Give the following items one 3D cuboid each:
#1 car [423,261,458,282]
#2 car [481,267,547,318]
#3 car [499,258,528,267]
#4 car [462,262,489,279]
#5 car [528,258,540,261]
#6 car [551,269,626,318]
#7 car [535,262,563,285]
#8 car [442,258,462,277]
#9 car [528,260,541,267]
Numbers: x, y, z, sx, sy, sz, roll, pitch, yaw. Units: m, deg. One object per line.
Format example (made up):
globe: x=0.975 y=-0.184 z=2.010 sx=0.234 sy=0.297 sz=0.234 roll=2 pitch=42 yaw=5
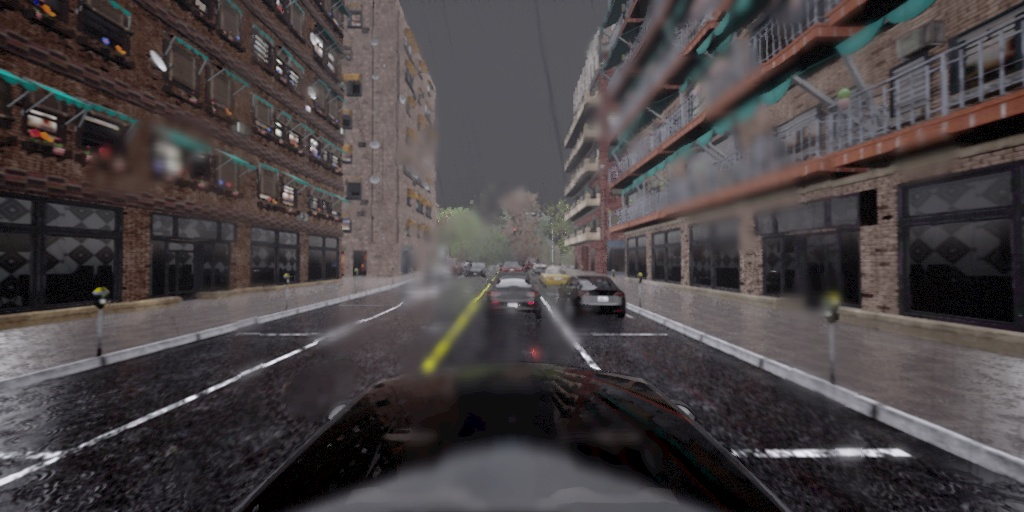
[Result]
car: x=-5.924 y=1.344 z=28.927 sx=2.007 sy=1.370 sz=4.403 roll=0 pitch=0 yaw=0
car: x=0.049 y=1.292 z=12.904 sx=1.812 sy=1.442 sz=4.674 roll=0 pitch=0 yaw=0
car: x=-0.018 y=1.146 z=30.433 sx=2.097 sy=1.767 sz=4.553 roll=0 pitch=0 yaw=0
car: x=-3.220 y=1.305 z=33.539 sx=1.837 sy=1.490 sz=4.892 roll=0 pitch=0 yaw=0
car: x=2.658 y=1.133 z=45.632 sx=2.192 sy=1.841 sz=5.009 roll=0 pitch=0 yaw=0
car: x=2.722 y=1.332 z=12.865 sx=1.948 sy=1.339 sz=4.313 roll=0 pitch=0 yaw=0
car: x=2.745 y=1.307 z=23.530 sx=1.751 sy=1.417 sz=4.829 roll=0 pitch=0 yaw=0
car: x=-5.946 y=1.117 z=34.495 sx=2.192 sy=1.841 sz=5.009 roll=0 pitch=0 yaw=0
car: x=2.702 y=1.350 z=34.496 sx=2.007 sy=1.370 sz=4.403 roll=0 pitch=0 yaw=0
